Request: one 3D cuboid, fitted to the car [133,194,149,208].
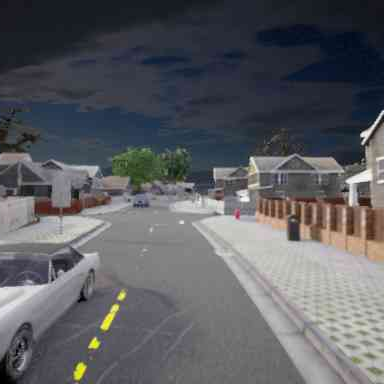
[{"bbox_3d":[-7.477,1.349,49.178,2.150,2.045,5.566,0,2,-4],"label":"car"}]

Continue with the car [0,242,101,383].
[{"bbox_3d":[-2.982,1.604,5.470,1.895,1.301,4.718,0,0,-2],"label":"car"}]
